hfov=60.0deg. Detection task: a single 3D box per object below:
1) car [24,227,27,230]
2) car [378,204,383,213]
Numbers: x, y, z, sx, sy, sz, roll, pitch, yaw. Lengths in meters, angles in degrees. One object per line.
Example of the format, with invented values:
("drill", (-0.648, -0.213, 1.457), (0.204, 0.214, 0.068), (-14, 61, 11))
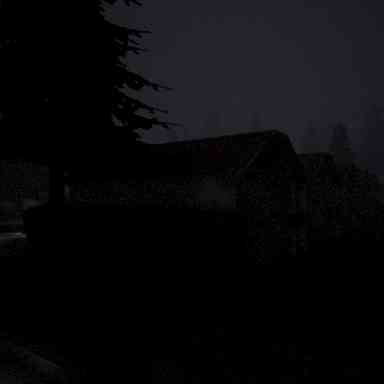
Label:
("car", (-9.423, 1.867, 23.745), (2.097, 1.767, 4.553), (-1, -1, 36))
("car", (22.610, 2.038, 41.483), (4.902, 1.511, 2.128), (-1, -1, 29))
